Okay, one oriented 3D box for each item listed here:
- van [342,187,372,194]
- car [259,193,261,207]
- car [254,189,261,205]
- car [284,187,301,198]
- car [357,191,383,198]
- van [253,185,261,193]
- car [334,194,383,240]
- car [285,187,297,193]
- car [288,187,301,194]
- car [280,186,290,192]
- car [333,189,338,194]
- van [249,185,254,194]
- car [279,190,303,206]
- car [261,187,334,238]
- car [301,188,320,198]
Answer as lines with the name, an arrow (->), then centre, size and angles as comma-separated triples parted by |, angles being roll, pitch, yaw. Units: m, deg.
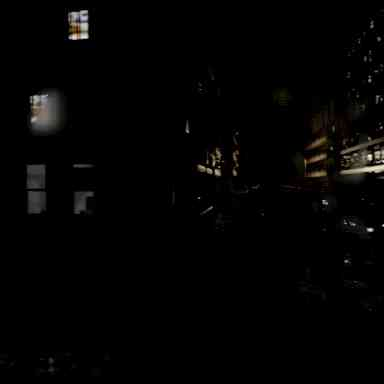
van -> 14.879, 0.489, 30.079 | 1.690, 1.788, 3.998 | 0, 1, 9
car -> 5.324, 0.946, 20.385 | 1.887, 1.381, 4.507 | 0, 1, 9
car -> 7.100, 0.667, 31.343 | 1.887, 1.381, 4.507 | 0, 1, 9
car -> 16.045, 0.033, 53.336 | 1.882, 1.535, 5.008 | 0, 1, 9
car -> 13.991, 0.869, 24.606 | 1.802, 1.307, 4.206 | 0, 1, 9
van -> 7.987, 0.323, 36.817 | 1.690, 1.788, 3.998 | 0, 1, 9
car -> 6.891, 1.057, 14.366 | 1.837, 1.490, 4.892 | 0, 1, 11
car -> 21.979, -0.435, 73.915 | 1.887, 1.381, 4.507 | 0, 2, 9
car -> 21.091, -0.292, 68.436 | 1.887, 1.381, 4.507 | 0, 2, 9
car -> 23.754, -0.713, 84.872 | 2.008, 1.369, 4.403 | 0, 2, 9
car -> 16.654, 0.308, 41.039 | 1.967, 1.590, 4.097 | 0, 1, 9
van -> 13.313, -0.522, 69.689 | 1.690, 1.788, 3.998 | 0, 2, 9
car -> 10.219, 0.563, 34.570 | 1.812, 1.442, 4.674 | 0, 1, 9
car -> 4.437, 0.855, 14.901 | 2.192, 1.841, 5.009 | 0, 1, 9
car -> 18.429, 0.138, 52.000 | 2.008, 1.369, 4.403 | 0, 2, 9
